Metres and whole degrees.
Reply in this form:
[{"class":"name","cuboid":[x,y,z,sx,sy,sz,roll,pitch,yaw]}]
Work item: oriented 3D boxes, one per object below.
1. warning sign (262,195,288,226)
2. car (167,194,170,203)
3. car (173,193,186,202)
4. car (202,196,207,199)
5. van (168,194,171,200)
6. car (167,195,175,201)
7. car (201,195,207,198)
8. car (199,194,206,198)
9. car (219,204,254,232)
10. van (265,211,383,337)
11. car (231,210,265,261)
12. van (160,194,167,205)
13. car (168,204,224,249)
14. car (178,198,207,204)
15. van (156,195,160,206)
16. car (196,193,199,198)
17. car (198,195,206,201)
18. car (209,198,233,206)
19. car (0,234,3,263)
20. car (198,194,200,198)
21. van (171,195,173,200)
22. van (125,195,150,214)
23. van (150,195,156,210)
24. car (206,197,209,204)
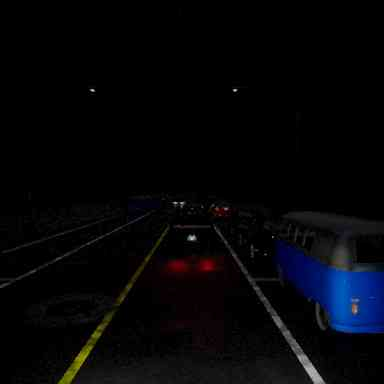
[{"class":"warning sign","cuboid":[5.066,1.118,20.304,1.300,1.860,1.060,0,0,0]},{"class":"car","cuboid":[-5.762,1.569,62.596,1.887,1.381,4.507,0,0,0]},{"class":"car","cuboid":[-3.000,1.454,75.912,1.812,1.442,4.674,0,0,0]},{"class":"car","cuboid":[2.763,1.579,45.749,1.947,1.339,4.313,0,0,0]},{"class":"van","cuboid":[-5.761,1.370,68.215,1.690,1.788,3.998,0,0,0]},{"class":"car","cuboid":[-5.762,1.577,90.518,1.752,1.417,4.829,0,0,0]},{"class":"car","cuboid":[2.763,1.583,51.367,1.947,1.339,4.313,0,0,0]},{"class":"car","cuboid":[2.763,1.550,62.775,1.752,1.417,4.829,0,0,0]},{"class":"car","cuboid":[2.764,1.553,17.655,2.008,1.369,4.403,0,0,0]},{"class":"van","cuboid":[2.764,1.341,6.417,1.690,1.788,3.998,0,0,0]},{"class":"car","cuboid":[2.764,1.552,12.036,2.008,1.369,4.403,0,0,0]},{"class":"van","cuboid":[-5.761,1.362,56.978,1.690,1.788,3.998,0,0,0]},{"class":"car","cuboid":[0.000,1.498,14.650,2.128,1.511,4.902,0,0,0]},{"class":"car","cuboid":[0.000,1.570,29.650,2.033,1.411,5.357,0,0,0]},{"class":"van","cuboid":[-5.761,1.354,45.742,1.690,1.788,3.998,0,0,0]},{"class":"car","cuboid":[2.763,1.360,85.081,2.192,1.841,5.009,0,0,0]},{"class":"car","cuboid":[2.763,1.602,90.699,2.008,1.369,4.403,0,0,0]},{"class":"car","cuboid":[2.764,1.445,28.892,1.967,1.590,4.097,0,0,0]},{"class":"car","cuboid":[-5.761,1.315,6.413,2.192,1.841,5.009,0,0,0]},{"class":"car","cuboid":[2.763,1.595,68.224,1.947,1.339,4.313,0,0,0]},{"class":"van","cuboid":[-5.761,1.375,73.834,1.690,1.788,3.998,0,0,0]},{"class":"van","cuboid":[-5.761,1.349,34.505,1.690,1.788,3.998,0,0,0]},{"class":"van","cuboid":[-5.761,1.351,40.123,1.690,1.788,3.998,0,0,0]},{"class":"car","cuboid":[2.763,1.533,34.681,1.752,1.417,4.829,0,0,0]}]
